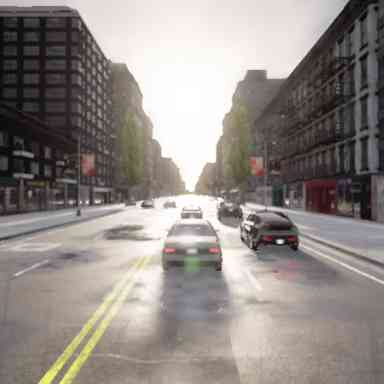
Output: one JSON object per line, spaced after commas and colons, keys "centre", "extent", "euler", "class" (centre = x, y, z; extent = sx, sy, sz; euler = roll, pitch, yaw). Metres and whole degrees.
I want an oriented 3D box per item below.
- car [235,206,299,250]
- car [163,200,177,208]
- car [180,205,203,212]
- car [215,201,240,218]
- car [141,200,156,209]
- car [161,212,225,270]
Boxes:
{"centre": [3.283, 1.603, 14.772], "extent": [1.837, 1.490, 4.892], "euler": [0, 0, 0], "class": "car"}
{"centre": [-3.462, 1.903, 53.085], "extent": [1.994, 1.385, 4.181], "euler": [0, 0, 0], "class": "car"}
{"centre": [-0.019, 1.788, 28.573], "extent": [1.895, 1.301, 4.718], "euler": [0, 0, 0], "class": "car"}
{"centre": [3.242, 1.546, 29.747], "extent": [2.097, 1.767, 4.553], "euler": [0, 0, 0], "class": "car"}
{"centre": [-6.718, 1.878, 51.686], "extent": [2.033, 1.411, 5.357], "euler": [0, 0, 0], "class": "car"}
{"centre": [0.018, 1.623, 11.277], "extent": [2.033, 1.411, 5.357], "euler": [0, 0, 0], "class": "car"}
